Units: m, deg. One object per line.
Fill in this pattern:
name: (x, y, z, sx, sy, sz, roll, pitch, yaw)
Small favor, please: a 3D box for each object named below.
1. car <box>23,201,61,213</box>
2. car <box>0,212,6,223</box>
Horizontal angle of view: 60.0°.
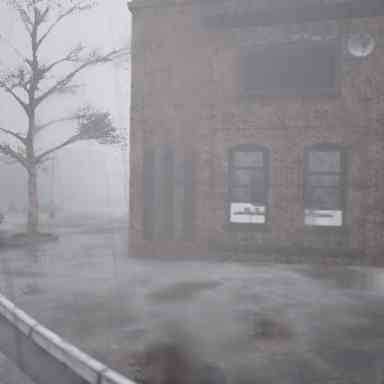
car: (-18.989, 1.919, 42.522, 2.033, 1.411, 5.357, 1, -1, 14)
car: (-15.601, 1.762, 24.928, 1.994, 1.385, 4.181, 1, -1, -12)
